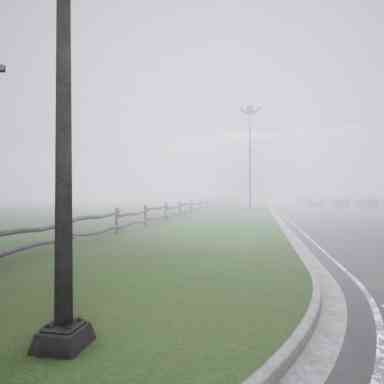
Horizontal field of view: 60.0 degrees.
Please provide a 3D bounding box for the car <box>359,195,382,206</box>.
[{"bbox_3d":[29.392,1.351,54.911,2.097,1.767,4.553,0,0,11],"label":"car"}]

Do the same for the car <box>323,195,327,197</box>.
[{"bbox_3d":[22.524,1.352,56.267,2.097,1.767,4.553,0,0,11],"label":"car"}]

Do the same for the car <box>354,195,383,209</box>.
[{"bbox_3d":[23.992,1.477,45.623,1.882,1.535,5.008,0,0,11],"label":"car"}]

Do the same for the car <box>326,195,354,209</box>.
[{"bbox_3d":[20.557,1.477,46.298,1.882,1.535,5.008,0,0,11],"label":"car"}]

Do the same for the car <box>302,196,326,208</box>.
[{"bbox_3d":[17.157,1.600,46.893,1.895,1.301,4.718,0,0,11],"label":"car"}]

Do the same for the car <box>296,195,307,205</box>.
[{"bbox_3d":[19.091,1.352,56.945,2.097,1.767,4.553,0,0,11],"label":"car"}]

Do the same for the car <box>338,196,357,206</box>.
[{"bbox_3d":[25.964,1.504,55.618,1.837,1.490,4.892,0,0,11],"label":"car"}]
